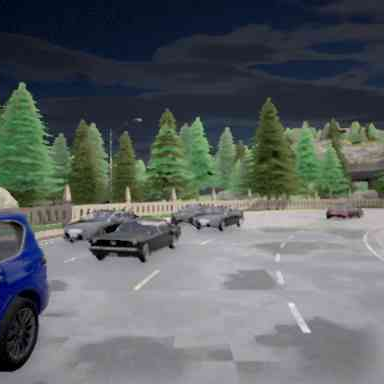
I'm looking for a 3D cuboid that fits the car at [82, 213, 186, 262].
[{"bbox_3d":[-1.947,1.717,12.791,1.895,1.301,4.718,0,-1,16],"label":"car"}]

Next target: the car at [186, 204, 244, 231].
[{"bbox_3d":[1.910,1.681,22.121,2.128,1.511,4.902,0,-1,30],"label":"car"}]

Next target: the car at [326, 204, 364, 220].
[{"bbox_3d":[14.343,1.806,31.169,4.181,1.385,1.994,0,-1,-39],"label":"car"}]

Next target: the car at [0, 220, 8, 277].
[{"bbox_3d":[-6.441,1.554,7.049,1.882,1.535,5.008,0,-1,7],"label":"car"}]

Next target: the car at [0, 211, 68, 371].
[{"bbox_3d":[-3.351,1.255,2.898,2.150,2.045,5.566,0,-1,3],"label":"car"}]

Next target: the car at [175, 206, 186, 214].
[{"bbox_3d":[0.251,1.731,26.094,1.837,1.490,4.892,0,0,33],"label":"car"}]

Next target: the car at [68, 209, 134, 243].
[{"bbox_3d":[-4.303,1.648,16.769,2.128,1.511,4.902,0,-1,20],"label":"car"}]
